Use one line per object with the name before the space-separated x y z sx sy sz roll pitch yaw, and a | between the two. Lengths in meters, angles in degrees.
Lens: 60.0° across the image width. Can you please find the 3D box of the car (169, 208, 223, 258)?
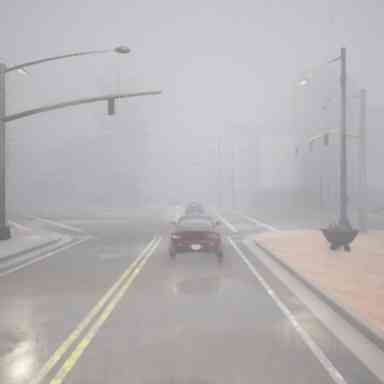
car | 0.147 1.572 12.823 1.812 1.442 4.674 0 0 1

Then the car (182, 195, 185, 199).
car | -3.112 1.739 73.990 1.882 1.535 5.008 0 0 0

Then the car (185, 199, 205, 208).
car | 0.267 1.666 32.286 1.812 1.442 4.674 0 0 0

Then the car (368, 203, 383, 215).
car | 23.017 1.877 38.422 4.892 1.490 1.837 1 0 0

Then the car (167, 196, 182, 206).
car | -3.240 1.732 58.511 1.812 1.442 4.674 0 0 1
